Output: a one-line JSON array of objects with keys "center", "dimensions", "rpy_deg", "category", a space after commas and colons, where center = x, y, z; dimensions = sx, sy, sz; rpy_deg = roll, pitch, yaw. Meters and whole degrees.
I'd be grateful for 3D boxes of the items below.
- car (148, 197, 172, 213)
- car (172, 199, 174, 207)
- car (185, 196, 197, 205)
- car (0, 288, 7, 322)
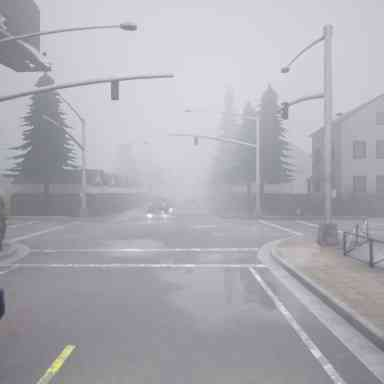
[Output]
[{"center": [-3.674, 1.352, 37.056], "dimensions": [2.097, 1.767, 4.553], "rpy_deg": [0, 0, 0], "category": "car"}, {"center": [-3.678, 1.489, 49.259], "dimensions": [2.128, 1.511, 4.902], "rpy_deg": [0, 0, 0], "category": "car"}, {"center": [-0.121, 1.492, 59.259], "dimensions": [2.128, 1.511, 4.902], "rpy_deg": [0, 0, 0], "category": "car"}, {"center": [-3.606, 1.601, 2.567], "dimensions": [1.895, 1.301, 4.718], "rpy_deg": [0, 0, 0], "category": "car"}]
